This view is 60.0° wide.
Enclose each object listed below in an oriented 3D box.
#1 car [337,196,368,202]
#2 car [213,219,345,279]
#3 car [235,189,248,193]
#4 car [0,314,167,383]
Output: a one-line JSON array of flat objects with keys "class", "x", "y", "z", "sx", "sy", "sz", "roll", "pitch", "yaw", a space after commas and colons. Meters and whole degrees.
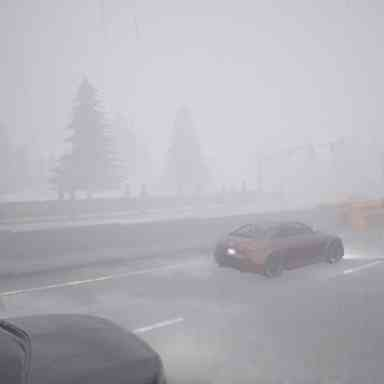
[{"class": "car", "x": 12.155, "y": 0.969, "z": 25.444, "sx": 4.718, "sy": 1.301, "sz": 1.895, "roll": -2, "pitch": 1, "yaw": -35}, {"class": "car", "x": 2.675, "y": 1.500, "z": 9.952, "sx": 4.181, "sy": 1.385, "sz": 1.994, "roll": -2, "pitch": 1, "yaw": -35}, {"class": "car", "x": 8.597, "y": 0.307, "z": 57.310, "sx": 2.128, "sy": 1.511, "sz": 4.902, "roll": -2, "pitch": 1, "yaw": -35}, {"class": "car", "x": -2.431, "y": 1.498, "z": 2.012, "sx": 4.892, "sy": 1.490, "sz": 1.837, "roll": 1, "pitch": 0, "yaw": -36}]
